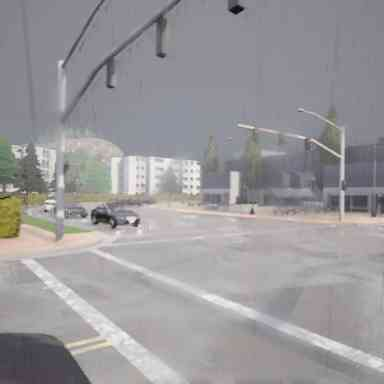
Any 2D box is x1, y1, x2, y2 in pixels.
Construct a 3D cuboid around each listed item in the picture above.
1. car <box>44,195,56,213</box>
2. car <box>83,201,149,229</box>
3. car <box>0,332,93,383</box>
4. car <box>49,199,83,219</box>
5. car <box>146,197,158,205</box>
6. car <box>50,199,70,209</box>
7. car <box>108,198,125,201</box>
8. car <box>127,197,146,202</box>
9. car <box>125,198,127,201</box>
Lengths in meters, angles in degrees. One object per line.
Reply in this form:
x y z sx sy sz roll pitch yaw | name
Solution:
-16.455 1.340 39.888 2.150 2.045 5.566 1 0 -23 | car
-5.311 1.600 22.789 2.128 1.511 4.902 1 -1 -39 | car
-3.137 1.526 1.522 5.357 1.411 2.033 1 0 -35 | car
-11.239 1.653 30.736 2.033 1.411 5.357 1 0 -35 | car
-8.908 1.764 69.905 2.097 1.767 4.553 0 0 17 | car
-19.649 1.759 49.775 1.895 1.301 4.718 1 0 -11 | car
-13.446 1.769 57.828 2.128 1.511 4.902 1 0 -4 | car
-10.014 1.834 60.139 1.837 1.490 4.892 1 0 -1 | car
-12.754 1.834 67.859 1.882 1.535 5.008 0 0 14 | car
